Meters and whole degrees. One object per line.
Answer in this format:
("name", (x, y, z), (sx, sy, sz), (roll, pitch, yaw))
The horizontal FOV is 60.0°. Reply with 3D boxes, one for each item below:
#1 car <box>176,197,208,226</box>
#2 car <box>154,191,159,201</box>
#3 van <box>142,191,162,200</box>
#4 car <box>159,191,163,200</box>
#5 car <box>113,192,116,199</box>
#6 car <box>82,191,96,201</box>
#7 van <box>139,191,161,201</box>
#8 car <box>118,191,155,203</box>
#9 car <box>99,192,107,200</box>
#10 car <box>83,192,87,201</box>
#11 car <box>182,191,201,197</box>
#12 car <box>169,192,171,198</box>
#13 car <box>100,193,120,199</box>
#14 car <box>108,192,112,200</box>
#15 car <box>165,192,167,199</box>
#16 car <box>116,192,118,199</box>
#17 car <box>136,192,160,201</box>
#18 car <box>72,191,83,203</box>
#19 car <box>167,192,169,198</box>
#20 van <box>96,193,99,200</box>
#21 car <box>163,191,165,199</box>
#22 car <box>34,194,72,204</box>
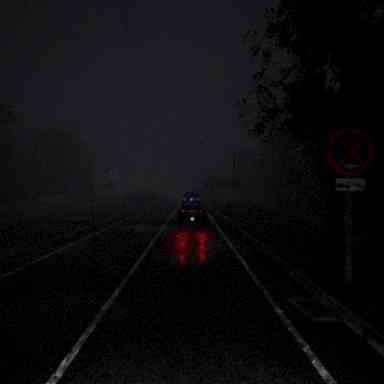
("car", (0.008, 1.334, 21.695), (2.128, 1.511, 4.902), (0, 0, 0))
("car", (-9.113, 0.829, 57.772), (5.566, 2.045, 2.435), (0, 0, 0))
("van", (-9.290, 0.880, 77.393), (4.442, 1.987, 1.878), (0, 0, 0))
("car", (-9.147, 0.827, 66.182), (5.566, 2.045, 2.435), (0, 0, 0))
("car", (-22.254, 1.164, 82.793), (4.792, 1.488, 2.163), (0, 0, 0))
("car", (-22.167, 0.966, 66.085), (4.553, 1.767, 2.185), (0, 0, 0))
("van", (-9.029, 0.864, 71.788), (4.442, 1.987, 1.878), (0, 0, 0))
("car", (-9.068, 1.089, 54.972), (4.892, 1.521, 2.231), (0, 0, 0))
("car", (-22.236, 1.151, 74.437), (4.674, 1.452, 2.002), (0, 0, 0))
("car", (-22.177, 1.130, 60.516), (4.674, 1.452, 2.002), (0, 0, 0))
("car", (-0.065, 0.932, 40.193), (2.150, 2.045, 5.566), (0, 1, 0))
("car", (-9.262, 1.162, 94.213), (5.008, 1.535, 2.097), (0, 0, 0))
("car", (-22.325, 1.163, 91.148), (5.008, 1.535, 2.097), (0, 0, 0))
("car", (-22.067, 1.116, 77.223), (5.366, 1.575, 1.946), (0, 0, 0))
("car", (-9.184, 1.113, 80.197), (5.008, 1.535, 2.097), (0, 0, 0))
("car", (-22.328, 1.171, 85.578), (4.792, 1.488, 2.163), (0, 0, 0))
("car", (-9.100, 0.957, 68.983), (4.553, 1.767, 2.185), (0, 0, 0))
("car", (-22.169, 1.093, 57.729), (5.008, 1.535, 2.097), (0, 0, 0))
("car", (-9.233, 0.869, 83.001), (5.566, 2.045, 2.435), (0, 0, 0))
("van", (-22.327, 0.870, 68.865), (4.442, 1.987, 1.878), (0, 0, 0))
("car", (-9.153, 1.099, 74.591), (4.892, 1.521, 2.231), (0, 0, 0))
("car", (-22.139, 1.111, 52.161), (5.008, 1.535, 2.097), (0, 0, 0))
